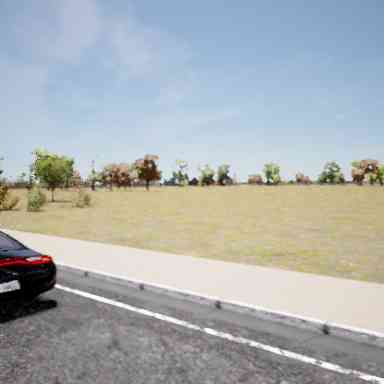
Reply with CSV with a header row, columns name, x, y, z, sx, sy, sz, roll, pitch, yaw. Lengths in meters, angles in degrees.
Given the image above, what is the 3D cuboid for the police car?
name,x,y,z,sx,sy,sz,roll,pitch,yaw
police car,-5.167,1.488,7.320,4.974,1.542,2.038,0,0,36
